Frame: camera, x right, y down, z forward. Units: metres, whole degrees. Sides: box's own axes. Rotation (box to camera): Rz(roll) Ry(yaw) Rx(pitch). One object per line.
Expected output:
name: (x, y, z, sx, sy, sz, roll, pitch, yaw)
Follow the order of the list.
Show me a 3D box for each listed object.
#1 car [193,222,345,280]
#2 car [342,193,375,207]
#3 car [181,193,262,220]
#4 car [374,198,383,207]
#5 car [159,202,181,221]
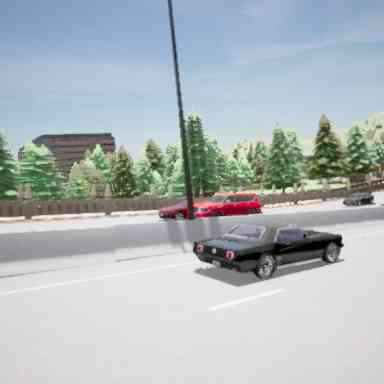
car: (2.432, 1.531, 9.780, 4.718, 1.301, 1.895, -1, 0, -35)
car: (19.890, 0.877, 39.610, 4.892, 1.490, 1.837, -4, 3, -35)
car: (2.366, 1.081, 22.867, 5.566, 2.045, 2.150, -1, 0, -35)
car: (18.964, 1.197, 30.392, 4.181, 1.385, 1.994, -2, 1, -35)
car: (-0.141, 1.343, 25.377, 5.008, 1.535, 1.882, -1, 0, -35)
